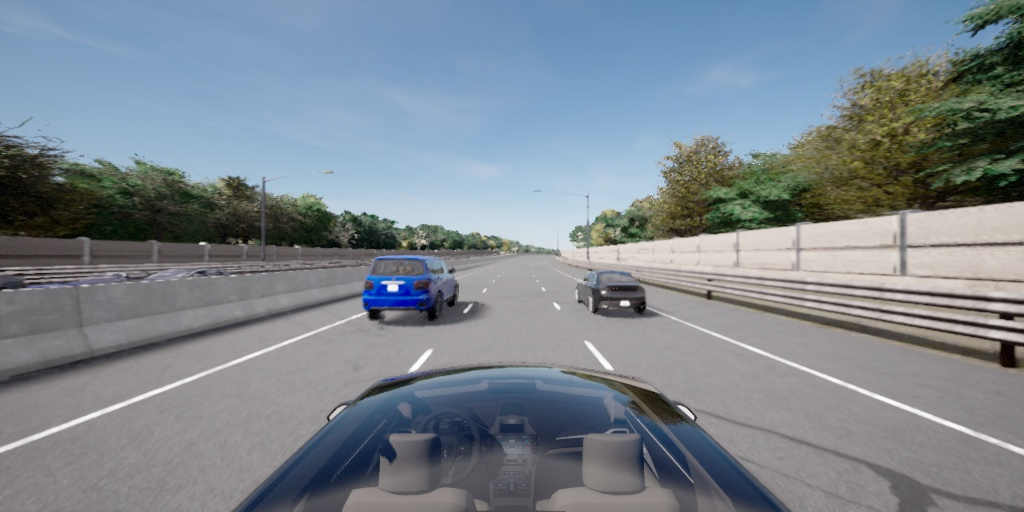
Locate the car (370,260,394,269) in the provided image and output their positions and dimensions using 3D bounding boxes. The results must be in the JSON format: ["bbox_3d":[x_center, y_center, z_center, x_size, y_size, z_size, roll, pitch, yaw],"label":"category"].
[{"bbox_3d":[-19.859,1.276,54.821,1.994,1.385,4.181,0,0,3],"label":"car"}]

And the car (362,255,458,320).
[{"bbox_3d":[-3.344,0.997,12.830,2.150,2.045,5.566,0,0,1],"label":"car"}]

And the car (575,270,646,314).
[{"bbox_3d":[3.671,1.291,14.006,1.837,1.490,4.892,0,0,1],"label":"car"}]

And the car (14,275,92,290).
[{"bbox_3d":[-17.510,1.355,15.718,1.895,1.301,4.718,0,0,1],"label":"car"}]

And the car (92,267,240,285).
[{"bbox_3d":[-14.009,1.251,15.405,2.128,1.511,4.902,0,0,1],"label":"car"}]

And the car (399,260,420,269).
[{"bbox_3d":[-16.250,1.311,57.145,1.895,1.301,4.718,0,0,3],"label":"car"}]

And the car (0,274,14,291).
[{"bbox_3d":[-21.039,1.239,12.769,2.128,1.511,4.902,0,0,1],"label":"car"}]
